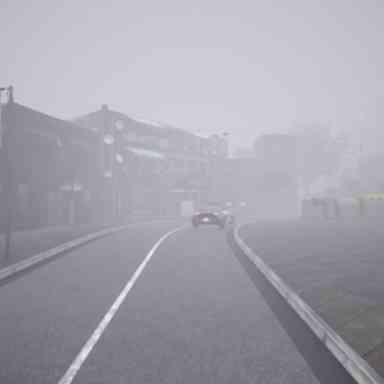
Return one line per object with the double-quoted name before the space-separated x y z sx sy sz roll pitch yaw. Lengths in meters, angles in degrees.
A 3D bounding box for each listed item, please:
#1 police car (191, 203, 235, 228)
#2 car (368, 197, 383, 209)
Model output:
"police car" 1.537 1.509 22.027 2.038 1.542 4.974 0 -1 17
"car" 26.464 1.439 44.700 2.231 1.521 4.892 -3 -1 -12
